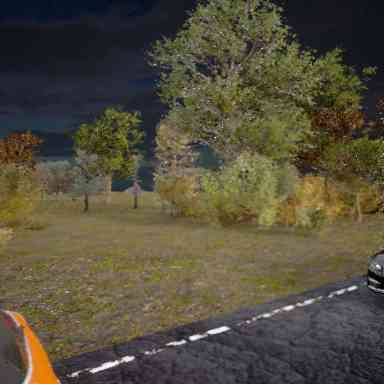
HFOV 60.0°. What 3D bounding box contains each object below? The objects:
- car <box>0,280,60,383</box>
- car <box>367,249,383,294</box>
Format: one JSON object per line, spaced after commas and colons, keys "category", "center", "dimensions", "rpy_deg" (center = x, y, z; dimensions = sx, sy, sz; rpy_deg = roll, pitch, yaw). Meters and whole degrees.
{"category": "car", "center": [-2.877, 1.352, 1.324], "dimensions": [4.553, 1.767, 2.097], "rpy_deg": [0, 0, -35]}
{"category": "car", "center": [5.891, 1.493, 7.568], "dimensions": [4.902, 1.511, 2.128], "rpy_deg": [0, 0, -35]}
